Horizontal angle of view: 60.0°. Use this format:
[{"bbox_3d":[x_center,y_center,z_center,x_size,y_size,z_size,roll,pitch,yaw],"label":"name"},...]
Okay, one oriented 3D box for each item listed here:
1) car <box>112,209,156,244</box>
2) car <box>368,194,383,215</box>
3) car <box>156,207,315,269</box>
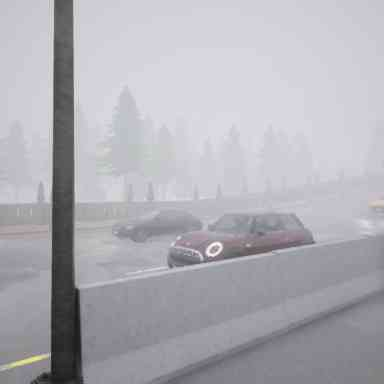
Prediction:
[{"bbox_3d":[-1.535,1.522,16.083,4.674,1.442,1.812,0,0,-38],"label":"car"},{"bbox_3d":[14.557,0.762,23.905,5.008,1.535,1.882,-6,3,-37],"label":"car"},{"bbox_3d":[1.531,1.354,9.615,4.553,1.767,2.097,0,0,-38],"label":"car"}]
